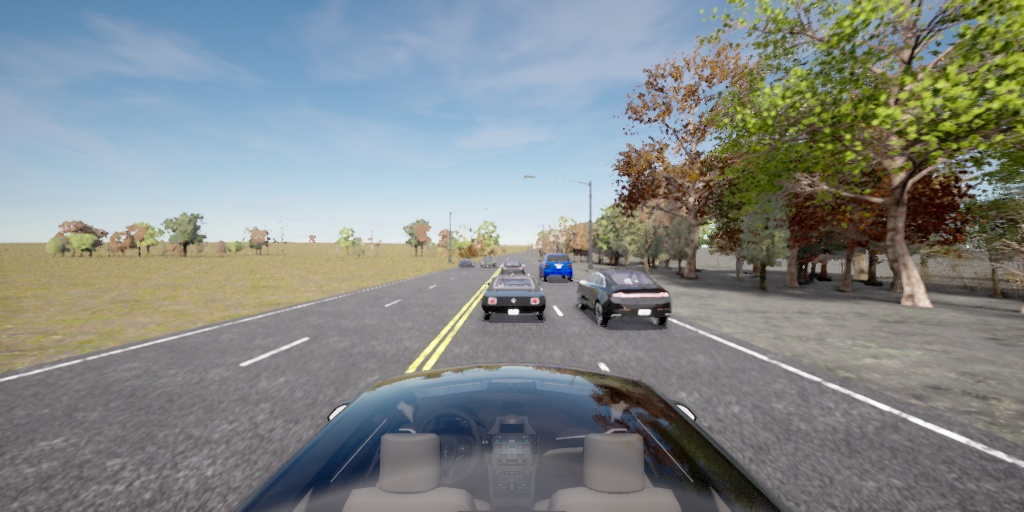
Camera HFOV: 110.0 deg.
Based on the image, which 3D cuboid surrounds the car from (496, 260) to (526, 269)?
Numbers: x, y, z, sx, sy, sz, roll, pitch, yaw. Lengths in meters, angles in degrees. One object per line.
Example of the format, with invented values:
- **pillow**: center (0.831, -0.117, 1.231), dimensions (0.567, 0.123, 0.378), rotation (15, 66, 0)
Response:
- **car**: center (0.067, 1.096, 28.860), dimensions (2.128, 1.511, 4.902), rotation (0, 0, 0)

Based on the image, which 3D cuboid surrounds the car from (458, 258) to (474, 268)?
- **car**: center (-6.582, 1.025, 51.848), dimensions (1.994, 1.385, 4.181), rotation (0, 0, 0)

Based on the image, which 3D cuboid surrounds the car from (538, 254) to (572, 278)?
- **car**: center (3.307, 0.826, 27.764), dimensions (2.150, 2.045, 5.566), rotation (-1, 1, 0)

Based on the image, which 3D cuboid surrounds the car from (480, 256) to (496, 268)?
- **car**: center (-3.334, 0.817, 51.253), dimensions (2.097, 1.767, 4.553), rotation (0, 0, 0)

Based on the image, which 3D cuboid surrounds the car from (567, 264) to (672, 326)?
- **car**: center (3.310, 1.185, 11.427), dimensions (2.128, 1.511, 4.902), rotation (-1, 0, 0)

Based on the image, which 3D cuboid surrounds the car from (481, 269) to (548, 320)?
- **car**: center (0.061, 1.296, 12.435), dimensions (1.895, 1.301, 4.718), rotation (0, 0, 0)
